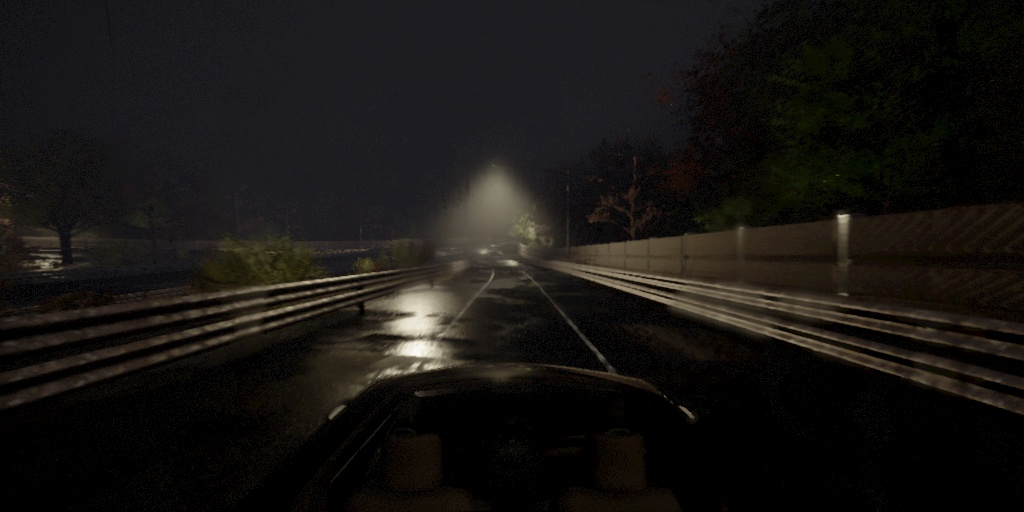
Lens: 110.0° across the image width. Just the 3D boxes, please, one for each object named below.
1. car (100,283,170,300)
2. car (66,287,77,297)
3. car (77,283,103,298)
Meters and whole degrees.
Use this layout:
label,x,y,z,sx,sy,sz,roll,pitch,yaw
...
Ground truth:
label,x,y,z,sx,sy,sz,roll,pitch,yaw
car,-39.660,3.796,38.354,2.128,1.511,4.902,1,4,15
car,-46.463,3.728,40.005,1.994,1.385,4.181,1,4,15
car,-43.066,3.748,39.162,1.837,1.490,4.892,1,4,15
